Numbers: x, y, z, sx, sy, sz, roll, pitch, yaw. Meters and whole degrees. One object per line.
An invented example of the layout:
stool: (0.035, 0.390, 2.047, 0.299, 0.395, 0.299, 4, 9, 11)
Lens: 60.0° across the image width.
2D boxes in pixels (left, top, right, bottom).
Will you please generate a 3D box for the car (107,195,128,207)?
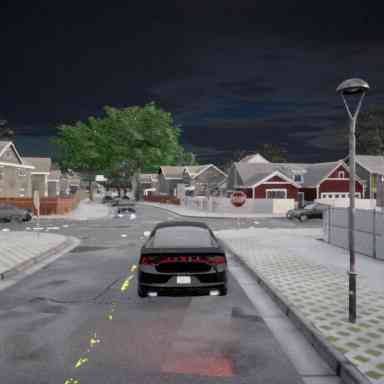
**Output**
car: (-11.359, 1.571, 51.131, 2.033, 1.411, 5.357, 0, 0, -18)

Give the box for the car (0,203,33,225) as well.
car: (-12.915, 1.440, 22.158, 4.181, 1.385, 1.994, 0, 1, -11)

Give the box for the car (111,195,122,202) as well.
car: (-16.874, 1.495, 74.471, 1.882, 1.535, 5.008, 0, 0, -19)

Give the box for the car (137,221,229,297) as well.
car: (-0.271, 1.476, 8.635, 1.882, 1.535, 5.008, 0, 0, -3)

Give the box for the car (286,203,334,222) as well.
car: (9.947, 1.633, 26.981, 4.674, 1.442, 1.812, 1, 1, -15)

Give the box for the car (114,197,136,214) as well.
car: (-7.076, 1.562, 35.755, 2.033, 1.411, 5.357, 0, 0, -13)

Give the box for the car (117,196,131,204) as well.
car: (-13.300, 1.513, 65.011, 1.837, 1.490, 4.892, 0, 0, -21)

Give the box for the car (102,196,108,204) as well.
car: (-16.653, 1.539, 65.815, 1.837, 1.490, 4.892, 0, 0, -21)
